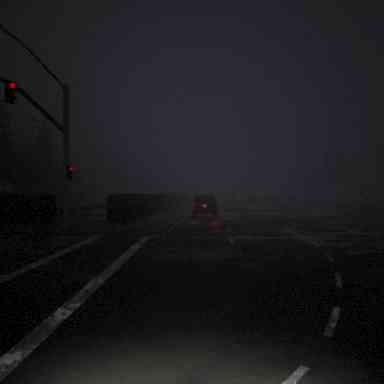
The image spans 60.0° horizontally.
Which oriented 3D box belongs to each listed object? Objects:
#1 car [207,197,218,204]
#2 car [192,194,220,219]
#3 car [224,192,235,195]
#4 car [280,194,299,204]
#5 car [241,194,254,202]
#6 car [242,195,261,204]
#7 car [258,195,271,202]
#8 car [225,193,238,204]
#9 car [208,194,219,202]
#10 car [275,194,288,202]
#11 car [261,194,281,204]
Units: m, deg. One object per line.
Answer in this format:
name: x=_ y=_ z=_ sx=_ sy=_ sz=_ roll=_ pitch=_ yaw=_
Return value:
car: x=3.803 y=1.530 z=60.811 sx=1.895 sy=1.301 sz=4.718 roll=0 pitch=0 yaw=5
car: x=1.201 y=1.188 z=29.054 sx=2.150 sy=2.045 sz=5.566 roll=0 pitch=0 yaw=5
car: x=8.039 y=0.972 z=69.664 sx=2.150 sy=2.045 sz=5.566 roll=0 pitch=0 yaw=5
car: x=17.753 y=1.392 z=59.638 sx=1.882 sy=1.535 sz=5.008 roll=0 pitch=0 yaw=5
car: x=11.525 y=1.269 z=69.349 sx=2.128 sy=1.511 sz=4.902 roll=0 pitch=0 yaw=5
car: x=10.774 y=1.274 z=60.180 sx=2.097 sy=1.767 sz=4.553 roll=0 pitch=0 yaw=5
car: x=15.014 y=1.292 z=69.063 sx=1.994 sy=1.385 sz=4.181 roll=0 pitch=0 yaw=5
car: x=7.254 y=1.404 z=60.080 sx=1.882 sy=1.535 sz=5.008 roll=0 pitch=0 yaw=5
car: x=4.549 y=1.276 z=69.920 sx=2.128 sy=1.511 sz=4.902 roll=0 pitch=0 yaw=5
car: x=18.502 y=1.236 z=68.777 sx=1.837 sy=1.490 sz=4.892 roll=0 pitch=0 yaw=5
car: x=14.328 y=1.269 z=60.691 sx=2.097 sy=1.767 sz=4.553 roll=0 pitch=0 yaw=5
